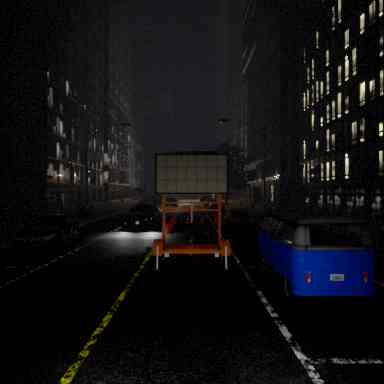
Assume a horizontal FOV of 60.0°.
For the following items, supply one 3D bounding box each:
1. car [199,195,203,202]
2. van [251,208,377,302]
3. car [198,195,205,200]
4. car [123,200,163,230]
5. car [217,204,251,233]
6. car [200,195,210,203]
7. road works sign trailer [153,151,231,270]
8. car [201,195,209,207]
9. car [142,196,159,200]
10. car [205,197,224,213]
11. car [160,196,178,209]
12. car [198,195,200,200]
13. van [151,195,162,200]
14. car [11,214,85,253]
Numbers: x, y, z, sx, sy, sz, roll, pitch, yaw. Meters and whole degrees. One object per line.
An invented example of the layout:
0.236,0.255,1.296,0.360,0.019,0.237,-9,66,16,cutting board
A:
2.660,1.538,53.543,2.008,1.369,4.403,0,0,0,car
2.686,1.341,8.004,1.690,1.788,3.998,0,0,0,van
2.638,1.462,93.390,1.887,1.381,4.507,0,0,0,car
-3.113,1.504,21.331,1.837,1.490,4.892,0,0,0,car
2.679,1.581,19.388,1.802,1.307,4.206,0,0,0,car
2.650,1.401,70.620,1.967,1.590,4.097,0,0,0,car
-0.006,0.464,11.021,2.380,3.560,2.880,0,0,0,road works sign trailer
2.663,1.544,47.850,2.008,1.369,4.403,0,0,0,car
-5.715,1.548,42.157,2.008,1.369,4.403,0,0,0,car
2.669,1.581,36.466,1.802,1.307,4.206,0,0,0,car
-3.027,1.519,46.710,1.812,1.442,4.674,0,0,0,car
2.654,1.410,64.928,1.967,1.590,4.097,0,0,0,car
-5.721,1.328,53.542,1.690,1.788,3.998,0,0,0,van
-5.699,1.581,13.693,1.802,1.307,4.206,0,0,0,car
